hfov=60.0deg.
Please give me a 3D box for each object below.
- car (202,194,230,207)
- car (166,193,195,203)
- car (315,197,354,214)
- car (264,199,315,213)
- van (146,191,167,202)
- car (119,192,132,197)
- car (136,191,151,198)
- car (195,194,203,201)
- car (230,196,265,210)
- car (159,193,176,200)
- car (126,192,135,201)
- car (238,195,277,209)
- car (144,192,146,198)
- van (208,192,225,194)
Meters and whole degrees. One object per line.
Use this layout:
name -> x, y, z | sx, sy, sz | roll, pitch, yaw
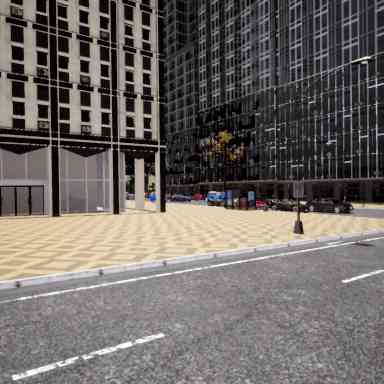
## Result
car -> 3.764, 1.319, 44.291 | 1.947, 1.339, 4.313 | 0, 1, -35
car -> -1.982, 1.183, 57.339 | 1.895, 1.301, 4.718 | -1, 1, -34
car -> 14.020, 1.345, 34.070 | 1.837, 1.490, 4.892 | -1, 1, -35
car -> 10.158, 1.424, 34.891 | 1.947, 1.339, 4.313 | -1, 1, -35
van -> -5.875, 0.937, 58.351 | 1.690, 1.788, 3.998 | 0, 1, -35
car -> -18.345, 0.688, 91.179 | 2.008, 1.369, 4.403 | 0, 1, -35
car -> -11.890, 0.686, 81.822 | 1.967, 1.590, 4.097 | 0, 1, -35
car -> 1.023, 1.043, 63.112 | 1.802, 1.307, 4.206 | 0, 1, -35
car -> 6.944, 1.388, 39.581 | 1.802, 1.307, 4.206 | 0, 1, -35
car -> -5.433, 0.936, 72.468 | 1.802, 1.307, 4.206 | 0, 1, -35
car -> -12.331, 1.039, 67.710 | 2.008, 1.369, 4.403 | 0, 1, -35
car -> 8.278, 1.252, 42.391 | 1.837, 1.490, 4.892 | -1, 1, -35
car -> -8.661, 0.615, 77.143 | 2.192, 1.841, 5.009 | 0, 1, -35
van -> 4.250, 0.855, 58.431 | 1.690, 1.788, 3.998 | 0, 1, -35
